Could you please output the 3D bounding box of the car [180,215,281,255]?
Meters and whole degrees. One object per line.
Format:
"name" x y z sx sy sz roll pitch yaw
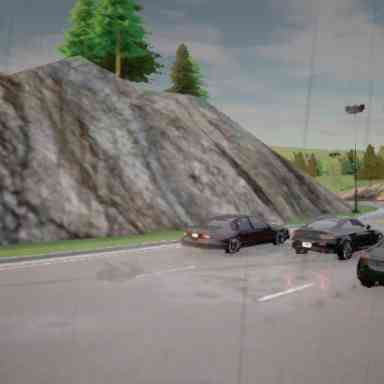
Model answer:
"car" 2.007 1.674 14.094 5.357 1.411 2.033 0 -1 -41

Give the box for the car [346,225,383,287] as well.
"car" 5.937 1.609 8.431 4.181 1.385 1.994 0 -1 -40

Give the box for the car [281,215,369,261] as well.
"car" 5.622 1.614 12.727 4.674 1.442 1.812 0 0 -41
